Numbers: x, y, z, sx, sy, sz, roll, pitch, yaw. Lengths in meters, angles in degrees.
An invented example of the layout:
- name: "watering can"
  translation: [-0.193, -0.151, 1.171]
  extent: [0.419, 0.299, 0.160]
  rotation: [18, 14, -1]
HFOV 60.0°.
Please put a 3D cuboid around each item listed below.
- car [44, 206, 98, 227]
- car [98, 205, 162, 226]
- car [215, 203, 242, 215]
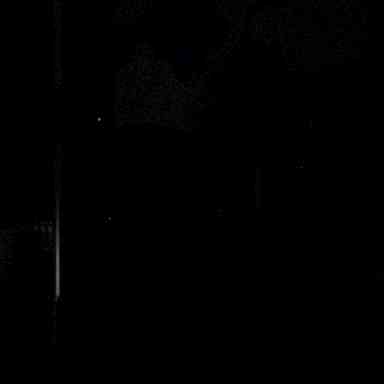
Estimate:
- name: "car"
  translation: [-8.318, 1.813, 25.370]
  extent: [2.033, 1.411, 5.357]
  rotation: [0, -1, 36]
- name: "car"
  translation: [-4.434, 1.779, 25.805]
  extent: [1.882, 1.535, 5.008]
  rotation: [0, -1, 36]
- name: "car"
  translation: [4.912, 2.194, 43.847]
  extent: [2.128, 1.511, 4.902]
  rotation: [0, -2, 36]
